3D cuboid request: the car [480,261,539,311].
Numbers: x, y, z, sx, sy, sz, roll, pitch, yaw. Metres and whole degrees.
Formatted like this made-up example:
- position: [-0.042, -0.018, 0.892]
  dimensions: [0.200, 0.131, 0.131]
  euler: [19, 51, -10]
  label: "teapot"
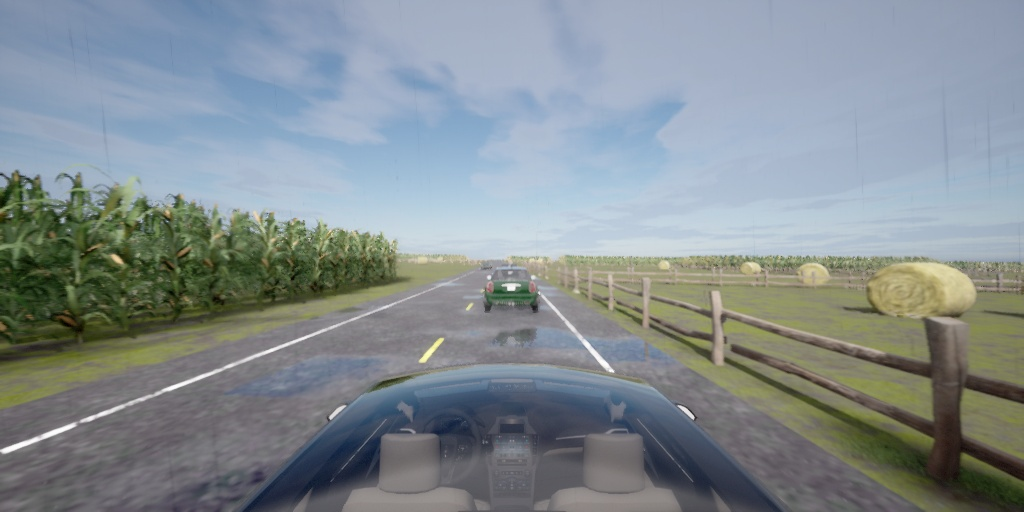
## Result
- position: [-0.025, 1.244, 15.312]
  dimensions: [2.097, 1.767, 4.553]
  euler: [0, -1, 0]
  label: "car"
